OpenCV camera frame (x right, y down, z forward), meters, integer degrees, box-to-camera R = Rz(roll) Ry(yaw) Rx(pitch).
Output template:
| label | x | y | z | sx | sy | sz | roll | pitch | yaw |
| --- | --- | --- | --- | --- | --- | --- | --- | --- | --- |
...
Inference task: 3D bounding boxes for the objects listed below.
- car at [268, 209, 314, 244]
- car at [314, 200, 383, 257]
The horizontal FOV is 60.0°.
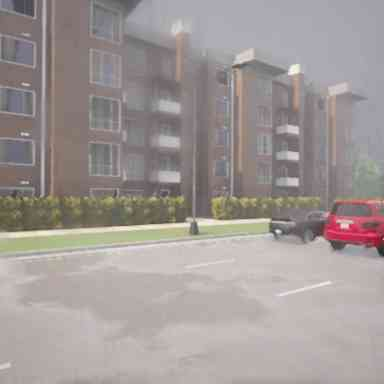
| label | x | y | z | sx | sy | sz | roll | pitch | yaw |
| --- | --- | --- | --- | --- | --- | --- | --- | --- | --- |
| car | 5.954 | 1.626 | 16.707 | 4.902 | 1.511 | 2.128 | 1 | 0 | -35 |
| car | 7.757 | 1.347 | 13.697 | 5.566 | 2.045 | 2.150 | 0 | 0 | -35 |
